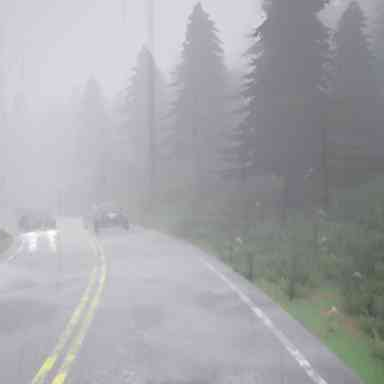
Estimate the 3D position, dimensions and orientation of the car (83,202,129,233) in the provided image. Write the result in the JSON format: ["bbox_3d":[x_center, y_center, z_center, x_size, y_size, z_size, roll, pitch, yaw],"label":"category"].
[{"bbox_3d":[-5.681,1.502,21.478,2.097,1.767,4.553,-4,1,-28],"label":"car"}]

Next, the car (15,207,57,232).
[{"bbox_3d":[-11.146,2.015,23.940,1.994,1.385,4.181,-4,1,-35],"label":"car"}]

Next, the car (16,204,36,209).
[{"bbox_3d":[-20.820,2.298,41.764,1.882,1.535,5.008,-5,1,-40],"label":"car"}]
